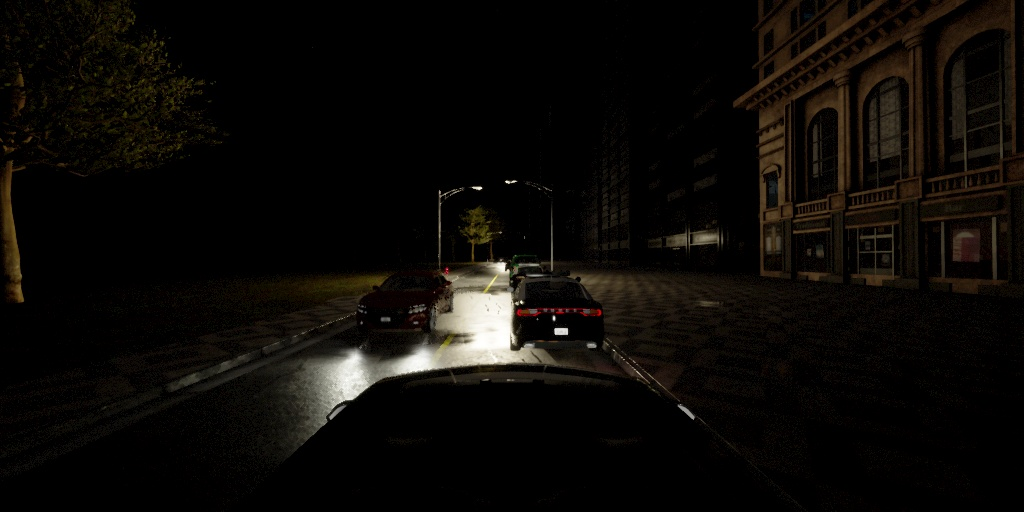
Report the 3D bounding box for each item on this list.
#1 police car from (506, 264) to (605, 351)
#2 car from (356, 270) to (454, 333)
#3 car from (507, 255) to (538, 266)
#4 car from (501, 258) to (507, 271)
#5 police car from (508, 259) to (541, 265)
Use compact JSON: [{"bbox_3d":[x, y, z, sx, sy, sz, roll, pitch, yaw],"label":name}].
[{"bbox_3d":[0.899,1.175,9.132,1.930,1.638,5.238,0,0,0],"label":"police car"},{"bbox_3d":[-3.001,1.227,10.998,1.882,1.535,5.008,0,0,0],"label":"car"},{"bbox_3d":[0.895,0.963,25.054,2.150,2.045,5.566,0,0,0],"label":"car"},{"bbox_3d":[0.017,1.253,46.584,2.033,1.411,5.357,0,0,1],"label":"car"},{"bbox_3d":[0.898,1.170,19.133,1.930,1.638,5.238,0,0,0],"label":"police car"}]
